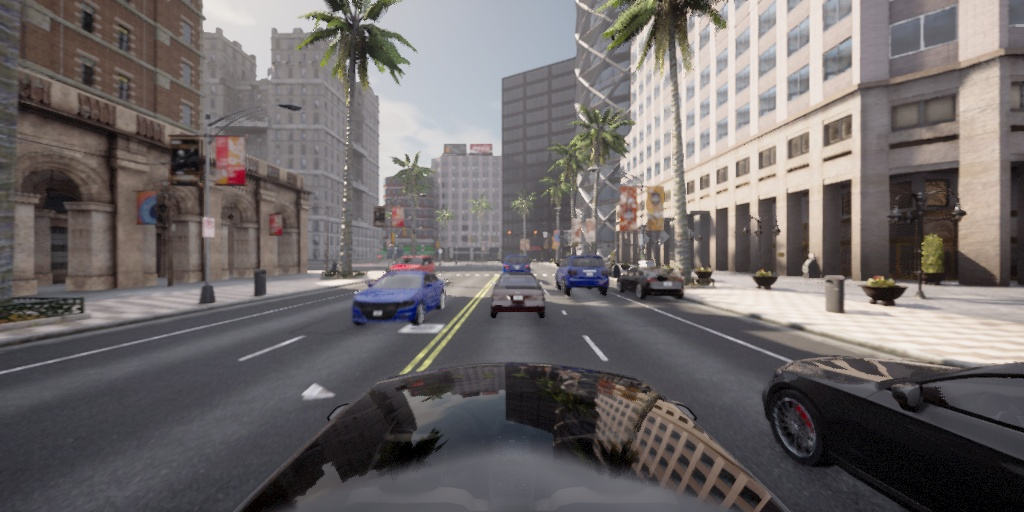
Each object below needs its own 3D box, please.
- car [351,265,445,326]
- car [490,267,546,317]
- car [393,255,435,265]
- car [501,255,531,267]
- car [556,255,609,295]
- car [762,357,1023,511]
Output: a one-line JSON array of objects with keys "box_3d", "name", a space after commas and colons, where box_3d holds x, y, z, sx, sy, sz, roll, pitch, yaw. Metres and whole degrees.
[{"box_3d": [-3.512, 1.228, 11.924, 1.882, 1.535, 5.008, 0, 0, 1], "name": "car"}, {"box_3d": [0.195, 1.301, 13.250, 2.033, 1.411, 5.357, 0, 0, 0], "name": "car"}, {"box_3d": [-6.885, 0.975, 25.181, 2.150, 2.045, 5.566, 0, 0, 1], "name": "car"}, {"box_3d": [0.315, 0.976, 28.353, 2.150, 2.045, 5.566, 0, -1, -1], "name": "car"}, {"box_3d": [3.741, 0.978, 19.857, 2.150, 2.045, 5.566, 0, 0, 0], "name": "car"}, {"box_3d": [3.623, 1.278, 1.928, 1.812, 1.442, 4.674, 0, 0, 0], "name": "car"}]
